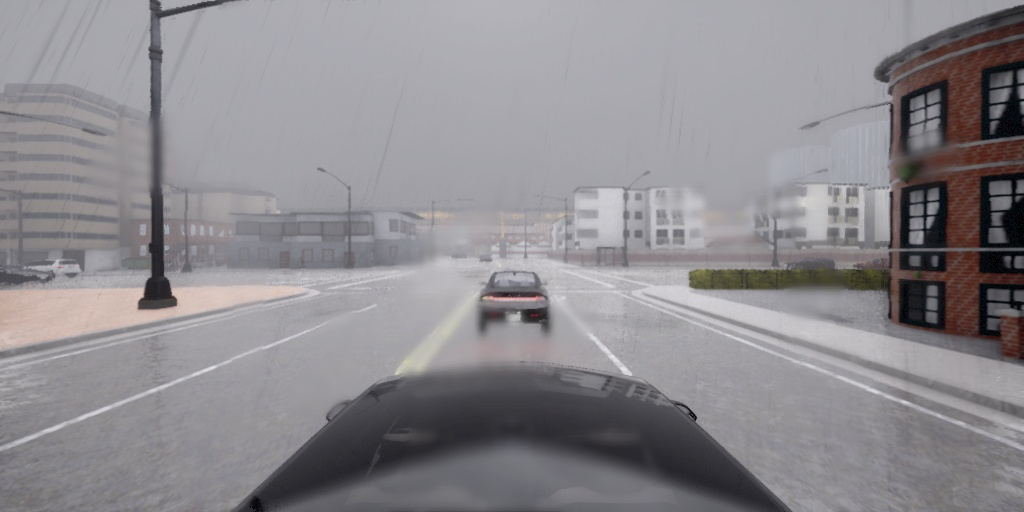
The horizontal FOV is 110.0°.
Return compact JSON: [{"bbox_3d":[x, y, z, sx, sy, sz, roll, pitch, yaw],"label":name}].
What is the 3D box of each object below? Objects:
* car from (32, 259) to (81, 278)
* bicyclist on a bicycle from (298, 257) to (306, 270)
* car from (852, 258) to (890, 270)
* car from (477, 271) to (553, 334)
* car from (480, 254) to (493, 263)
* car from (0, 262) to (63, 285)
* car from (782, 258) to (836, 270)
[{"bbox_3d":[-50.161,1.399,38.657,5.566,2.045,2.150,-1,0,-1],"label":"car"},{"bbox_3d":[-26.409,0.909,45.062,0.582,1.620,1.656,-1,1,-1],"label":"bicyclist on a bicycle"},{"bbox_3d":[36.736,0.949,35.414,5.008,1.535,1.882,0,0,6],"label":"car"},{"bbox_3d":[0.074,1.168,10.394,2.128,1.511,4.902,0,0,0],"label":"car"},{"bbox_3d":[-4.467,0.394,60.896,2.033,1.411,5.357,0,2,-10],"label":"car"},{"bbox_3d":[-39.475,1.530,28.278,4.902,1.511,2.128,-1,1,-1],"label":"car"},{"bbox_3d":[32.378,0.932,39.164,4.902,1.511,2.128,0,0,3],"label":"car"}]
